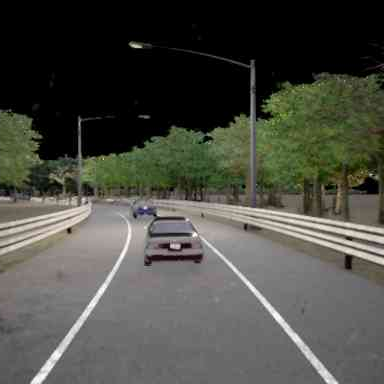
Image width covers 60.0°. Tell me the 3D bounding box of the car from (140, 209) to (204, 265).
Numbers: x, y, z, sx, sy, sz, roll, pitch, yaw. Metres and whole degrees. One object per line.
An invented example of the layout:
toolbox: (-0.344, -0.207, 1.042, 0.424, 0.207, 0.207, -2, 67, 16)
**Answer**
car: (-0.747, 1.581, 11.902, 2.033, 1.411, 5.357, 0, 0, -6)

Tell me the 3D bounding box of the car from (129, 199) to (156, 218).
car: (-4.713, 1.456, 31.460, 2.097, 1.767, 4.553, 0, 0, -16)
